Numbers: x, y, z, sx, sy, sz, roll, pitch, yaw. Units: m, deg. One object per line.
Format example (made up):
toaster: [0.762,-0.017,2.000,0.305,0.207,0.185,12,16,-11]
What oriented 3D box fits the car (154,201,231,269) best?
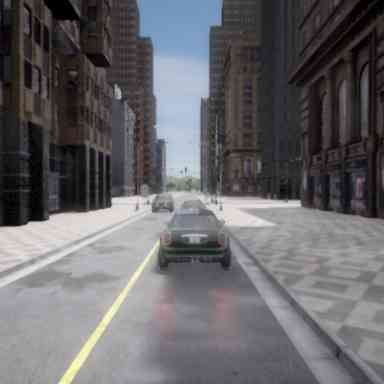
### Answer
car: [0.083,1.354,11.375,2.097,1.767,4.553,0,0,0]

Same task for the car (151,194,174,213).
car: [-3.092,1.212,36.460,2.150,2.045,5.566,0,0,0]

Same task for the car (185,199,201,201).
car: [0.082,1.351,26.366,2.097,1.767,4.553,0,0,0]
